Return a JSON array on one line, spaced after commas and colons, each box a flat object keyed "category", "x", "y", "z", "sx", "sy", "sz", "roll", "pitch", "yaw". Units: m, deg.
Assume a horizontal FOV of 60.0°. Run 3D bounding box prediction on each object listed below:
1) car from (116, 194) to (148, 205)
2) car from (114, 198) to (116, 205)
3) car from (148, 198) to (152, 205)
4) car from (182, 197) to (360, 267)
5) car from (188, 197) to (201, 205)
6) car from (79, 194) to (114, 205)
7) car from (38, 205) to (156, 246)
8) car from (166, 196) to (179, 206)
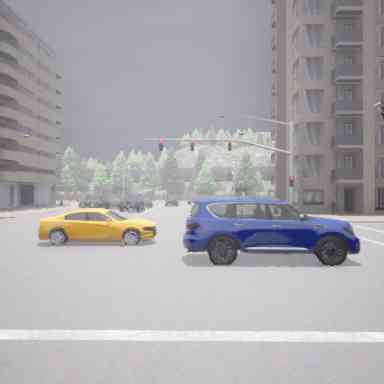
[{"category": "car", "x": -7.009, "y": 1.221, "z": 39.418, "sx": 2.150, "sy": 2.045, "sz": 5.566, "roll": 0, "pitch": 0, "yaw": 0}, {"category": "car", "x": -10.489, "y": 1.526, "z": 45.817, "sx": 1.812, "sy": 1.442, "sz": 4.674, "roll": 0, "pitch": 0, "yaw": 0}, {"category": "car", "x": -6.974, "y": 1.526, "z": 48.947, "sx": 1.812, "sy": 1.442, "sz": 4.674, "roll": 0, "pitch": 0, "yaw": 0}, {"category": "car", "x": 2.466, "y": 1.221, "z": 11.025, "sx": 5.566, "sy": 2.045, "sz": 2.150, "roll": 0, "pitch": 0, "yaw": 1}, {"category": "car", "x": 0.476, "y": 1.564, "z": 61.497, "sx": 1.994, "sy": 1.385, "sz": 4.181, "roll": 0, "pitch": 0, "yaw": 5}, {"category": "car", "x": -10.517, "y": 1.221, "z": 36.213, "sx": 2.150, "sy": 2.045, "sz": 5.566, "roll": 0, "pitch": 0, "yaw": 0}, {"category": "car", "x": -4.083, "y": 1.477, "z": 14.606, "sx": 5.008, "sy": 1.535, "sz": 1.882, "roll": 0, "pitch": 0, "yaw": 1}, {"category": "car", "x": -3.286, "y": 1.505, "z": 54.671, "sx": 1.837, "sy": 1.490, "sz": 4.892, "roll": 0, "pitch": 0, "yaw": 0}]
